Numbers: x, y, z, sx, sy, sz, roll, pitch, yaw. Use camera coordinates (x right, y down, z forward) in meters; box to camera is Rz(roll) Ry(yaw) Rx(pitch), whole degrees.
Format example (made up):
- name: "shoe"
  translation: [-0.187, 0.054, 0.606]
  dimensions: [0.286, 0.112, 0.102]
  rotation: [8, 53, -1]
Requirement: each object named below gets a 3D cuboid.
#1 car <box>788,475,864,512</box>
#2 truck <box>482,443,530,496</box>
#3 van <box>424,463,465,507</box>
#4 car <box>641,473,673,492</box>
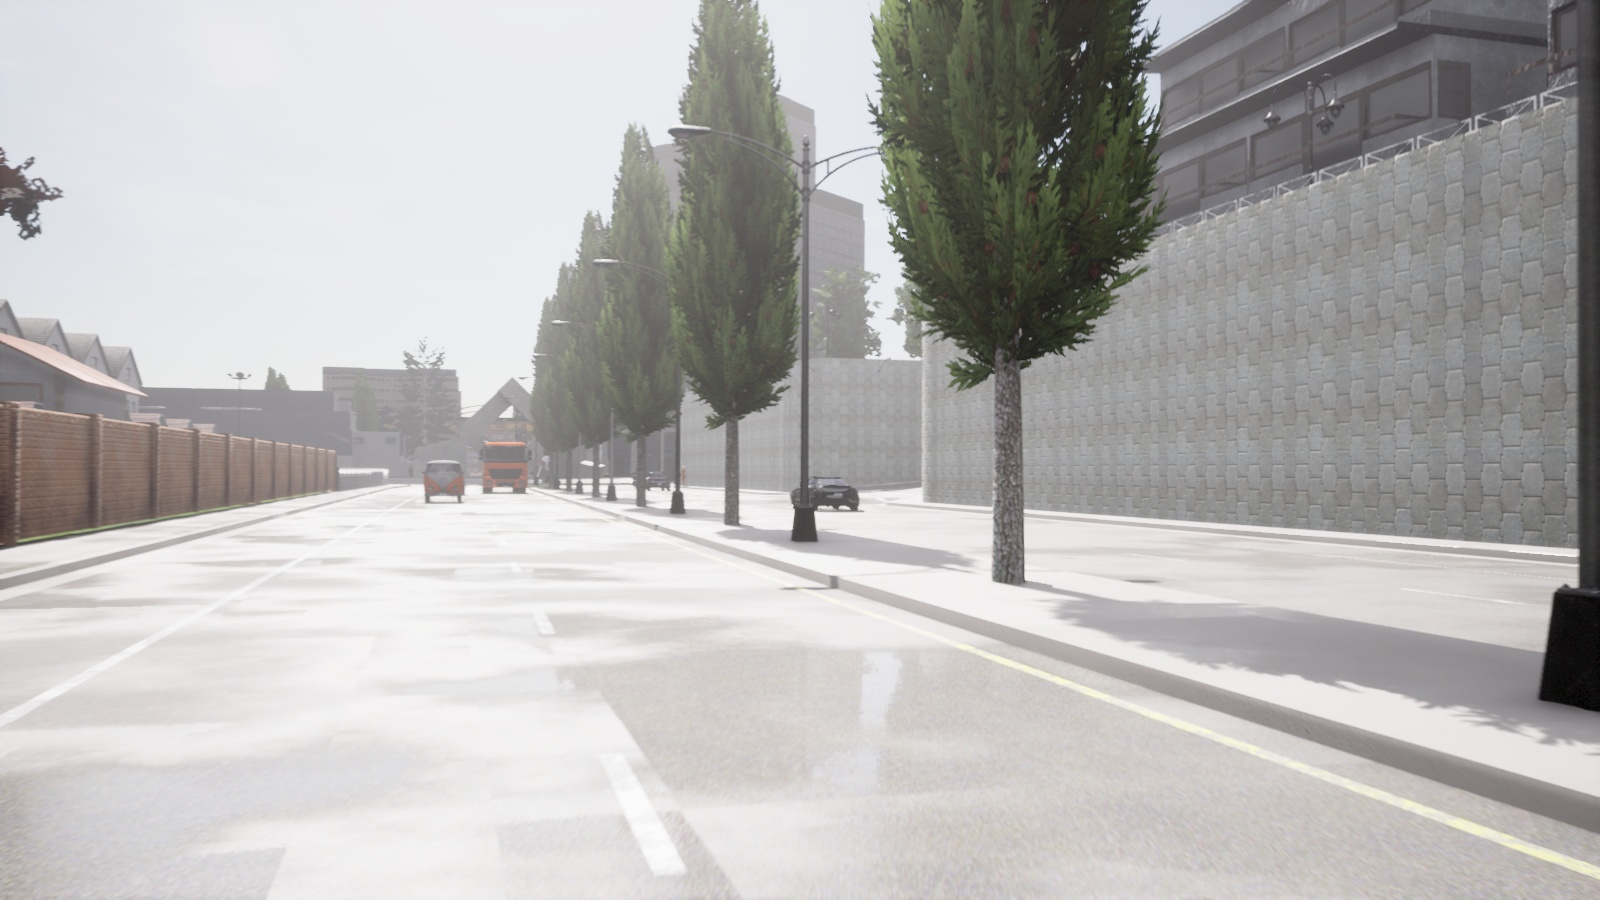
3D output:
- name: "car"
  translation: [1.011, 1.728, 50.874]
  dimensions: [1.994, 1.385, 4.181]
  rotation: [0, -1, -15]
- name: "truck"
  translation: [-19.983, 1.318, 85.119]
  dimensions: [2.891, 3.462, 7.936]
  rotation: [0, -1, -15]
- name: "van"
  translation: [-16.758, 1.611, 59.344]
  dimensions: [1.775, 1.987, 4.442]
  rotation: [0, -1, -15]
- name: "car"
  translation: [-10.933, 2.466, 95.842]
  dimensions: [1.816, 1.474, 4.193]
  rotation: [0, -1, -15]
